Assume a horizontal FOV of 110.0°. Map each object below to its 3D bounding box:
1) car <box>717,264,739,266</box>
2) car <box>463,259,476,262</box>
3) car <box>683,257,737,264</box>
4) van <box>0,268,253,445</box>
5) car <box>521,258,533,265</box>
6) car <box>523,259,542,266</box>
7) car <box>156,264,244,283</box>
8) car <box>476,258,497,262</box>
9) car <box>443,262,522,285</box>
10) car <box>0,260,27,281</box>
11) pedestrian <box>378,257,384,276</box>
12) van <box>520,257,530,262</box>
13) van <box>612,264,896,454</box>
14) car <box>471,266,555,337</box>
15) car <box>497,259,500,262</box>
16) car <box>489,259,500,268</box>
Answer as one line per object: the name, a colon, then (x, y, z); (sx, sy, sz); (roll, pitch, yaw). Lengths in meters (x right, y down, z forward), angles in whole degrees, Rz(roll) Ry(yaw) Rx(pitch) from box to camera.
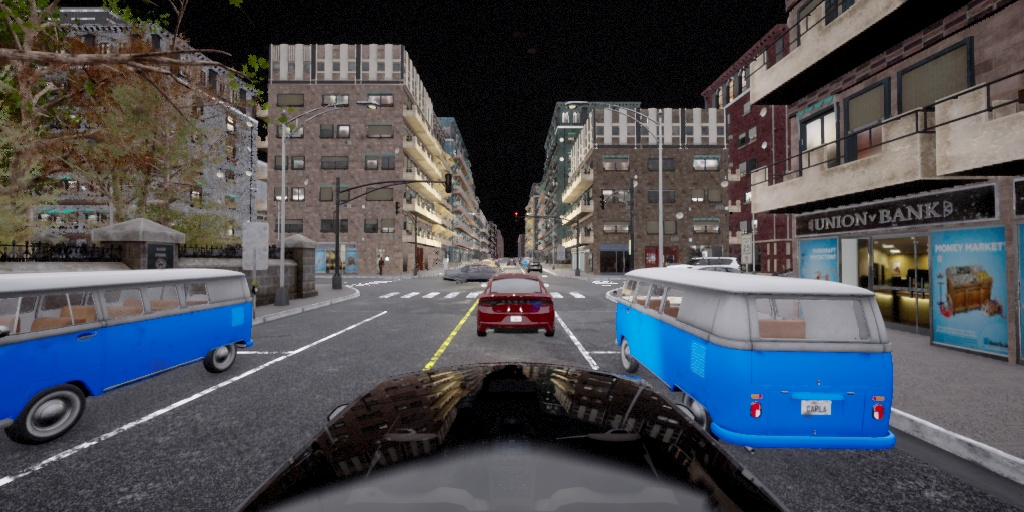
car: (13.519, 1.333, 22.735); (4.313, 1.339, 1.948); (0, 0, 1)
car: (-5.719, 1.289, 42.763); (1.751, 1.417, 4.829); (0, 0, 0)
car: (15.082, 1.101, 28.507); (5.566, 2.045, 2.150); (0, -1, 2)
van: (-5.658, 1.092, 4.988); (1.690, 1.789, 3.998); (0, 0, 0)
car: (2.658, 1.317, 48.582); (2.007, 1.370, 4.403); (0, 0, 0)
car: (2.662, 1.330, 42.939); (1.948, 1.339, 4.313); (0, 0, 0)
car: (-22.273, 1.217, 25.735); (4.718, 1.301, 1.895); (0, -1, 1)
car: (-3.132, 1.242, 43.627); (1.882, 1.535, 5.008); (0, 0, 0)
car: (-2.158, 1.305, 25.478); (5.357, 1.411, 2.033); (0, 0, 0)
car: (-38.749, 1.034, 25.932); (4.892, 1.490, 1.837); (0, -1, 1)
pedestrian: (-12.563, 0.967, 34.370); (0.375, 1.860, 0.375); (0, -1, 1)
van: (2.650, 1.112, 59.866); (1.690, 1.789, 3.998); (0, 0, 0)
van: (2.656, 1.092, 4.992); (1.690, 1.789, 3.998); (0, 0, 0)
car: (0.092, 1.230, 10.352); (1.882, 1.535, 5.008); (0, 0, 0)
car: (-3.133, 1.316, 53.588); (2.033, 1.411, 5.357); (0, 0, 0)
car: (-3.106, 1.299, 63.727); (1.812, 1.442, 4.674); (0, 0, 0)
